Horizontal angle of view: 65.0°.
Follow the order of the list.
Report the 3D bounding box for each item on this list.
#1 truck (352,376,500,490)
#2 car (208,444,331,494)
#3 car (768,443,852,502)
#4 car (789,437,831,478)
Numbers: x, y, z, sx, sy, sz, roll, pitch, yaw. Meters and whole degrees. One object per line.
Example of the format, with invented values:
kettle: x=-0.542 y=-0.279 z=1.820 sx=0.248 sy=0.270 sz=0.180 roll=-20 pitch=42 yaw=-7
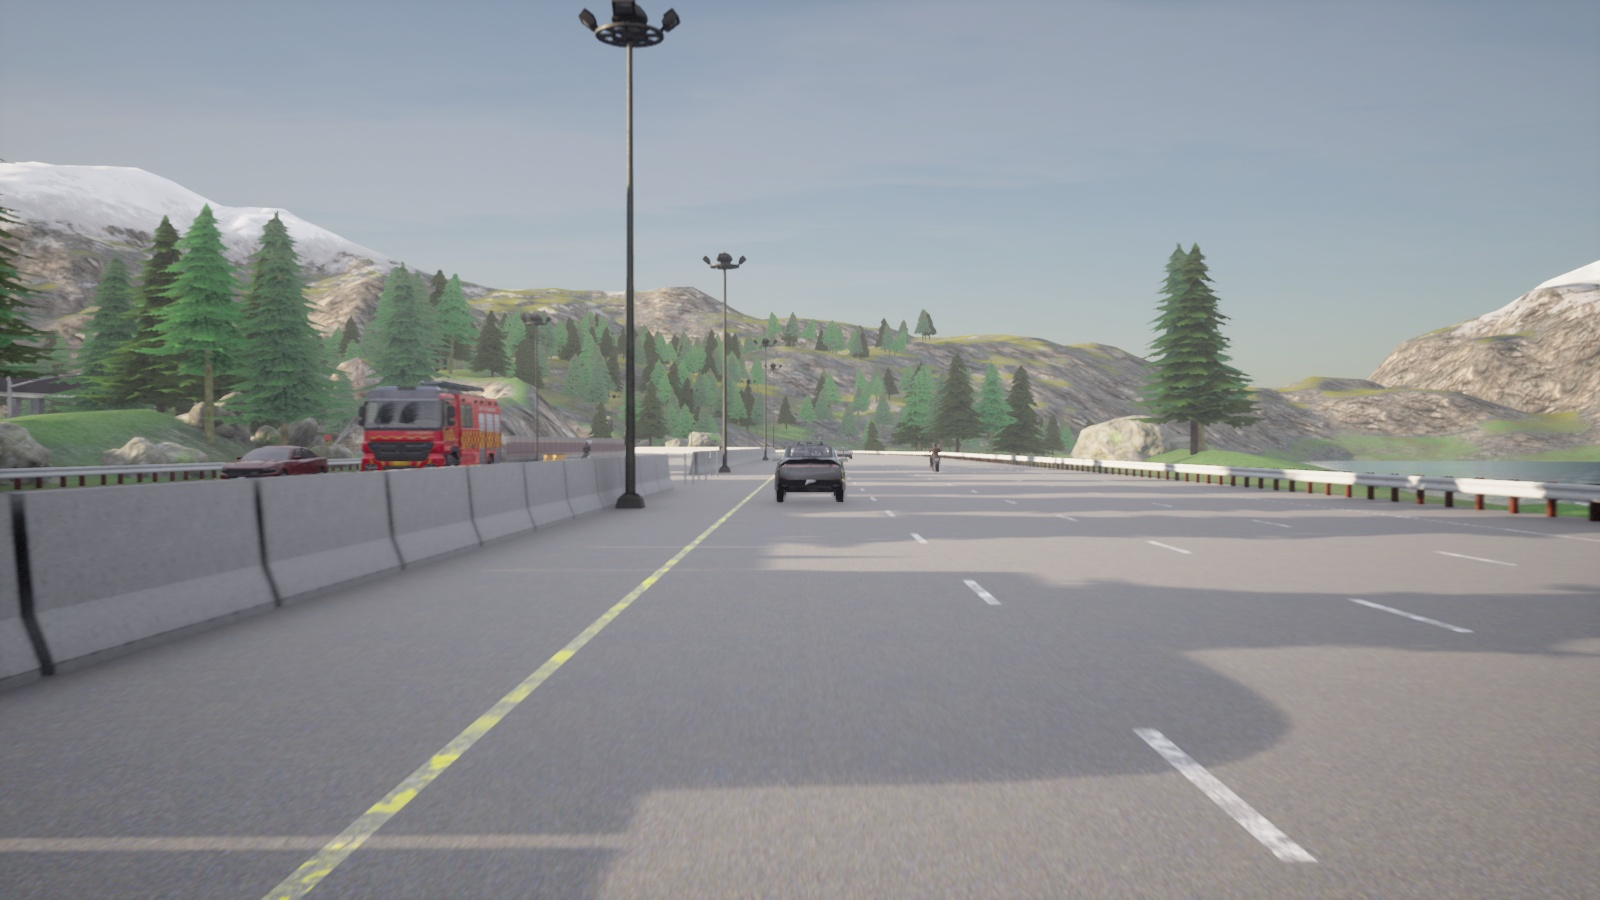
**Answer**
truck: x=-13.619 y=-0.598 z=46.582 sx=2.891 sy=3.827 sz=8.468 roll=0 pitch=0 yaw=1
car: x=-17.170 y=0.562 z=40.937 sx=1.882 sy=1.535 sz=5.008 roll=0 pitch=0 yaw=0
car: x=0.277 y=0.578 z=34.592 sx=2.128 sy=1.511 sz=4.902 roll=0 pitch=0 yaw=0
car: x=0.490 y=0.348 z=59.667 sx=1.932 sy=1.855 sz=4.605 roll=0 pitch=0 yaw=0
